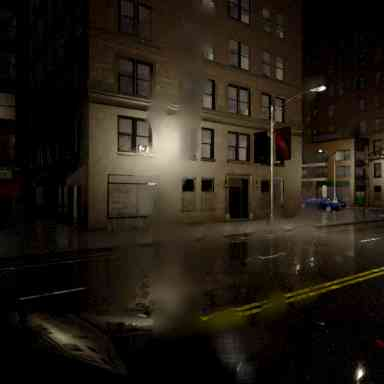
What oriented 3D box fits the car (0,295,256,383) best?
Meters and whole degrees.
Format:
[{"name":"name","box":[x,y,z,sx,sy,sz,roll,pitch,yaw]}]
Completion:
[{"name":"car","box":[-1.581,1.526,2.308,4.674,1.442,1.812,0,0,-36]}]

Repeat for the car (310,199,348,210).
[{"name":"car","box":[18.037,1.577,43.876,1.947,1.339,4.313,0,0,-36]}]

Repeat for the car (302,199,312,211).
[{"name":"car","box":[11.507,1.421,39.213,1.967,1.590,4.097,0,0,-36]}]

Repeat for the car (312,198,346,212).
[{"name":"car","box":[14.972,1.469,38.724,1.882,1.535,5.008,0,0,-36]}]
